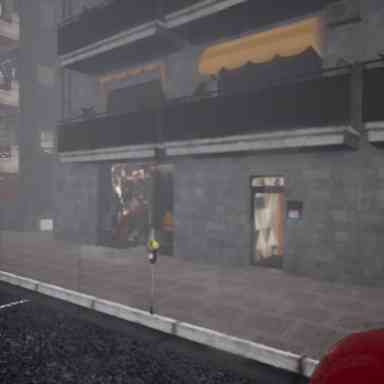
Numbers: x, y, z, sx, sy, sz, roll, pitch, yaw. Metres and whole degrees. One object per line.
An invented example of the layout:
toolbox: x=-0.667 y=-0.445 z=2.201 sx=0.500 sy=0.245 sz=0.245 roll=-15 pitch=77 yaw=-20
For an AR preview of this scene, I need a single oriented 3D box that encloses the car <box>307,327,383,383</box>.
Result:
car: x=2.786 y=1.312 z=0.870 sx=5.009 sy=1.841 sz=2.192 roll=0 pitch=1 yaw=36
